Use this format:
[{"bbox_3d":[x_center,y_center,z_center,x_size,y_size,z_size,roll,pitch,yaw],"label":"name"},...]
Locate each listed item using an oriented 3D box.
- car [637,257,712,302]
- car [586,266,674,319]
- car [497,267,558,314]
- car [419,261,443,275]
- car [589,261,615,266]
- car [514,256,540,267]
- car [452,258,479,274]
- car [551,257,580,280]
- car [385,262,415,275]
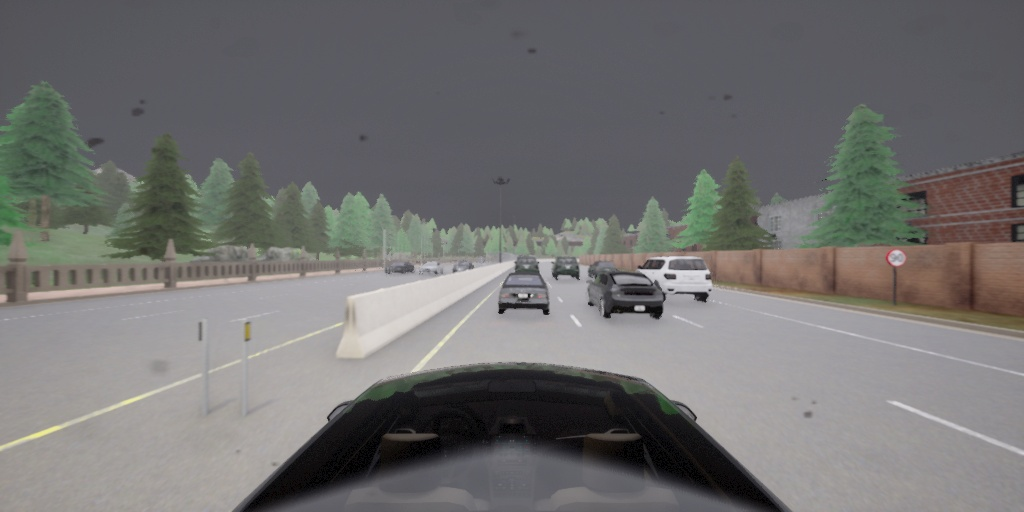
[{"bbox_3d":[7.654,1.049,17.723,2.150,2.045,5.566,0,0,3],"label":"car"},{"bbox_3d":[3.939,1.305,13.155,1.837,1.490,4.892,0,0,3],"label":"car"},{"bbox_3d":[0.475,1.333,14.052,2.033,1.411,5.357,0,0,3],"label":"car"},{"bbox_3d":[-9.004,1.339,40.517,1.812,1.442,4.674,0,0,3],"label":"car"},{"bbox_3d":[8.370,1.224,33.353,2.097,1.767,4.553,0,0,3],"label":"car"},{"bbox_3d":[1.342,1.061,32.975,2.150,2.045,5.566,0,0,2],"label":"car"},{"bbox_3d":[-5.489,1.322,40.740,2.128,1.511,4.902,0,0,3],"label":"car"},{"bbox_3d":[4.847,1.077,32.872,2.150,2.045,5.566,0,0,3],"label":"car"},{"bbox_3d":[-12.511,1.345,40.501,2.033,1.411,5.357,0,0,3],"label":"car"}]
